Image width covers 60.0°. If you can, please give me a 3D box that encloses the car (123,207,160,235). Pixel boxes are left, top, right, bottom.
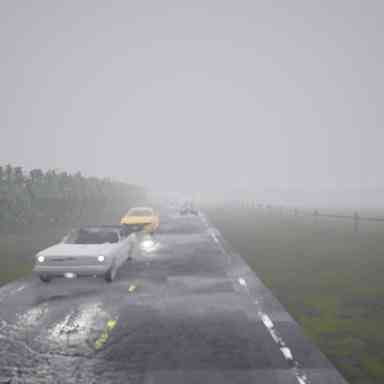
[{"bbox_3d":[-3.067,1.687,20.314,1.882,1.535,5.008,0,-1,-1],"label":"car"}]

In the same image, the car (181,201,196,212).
[{"bbox_3d":[-0.456,1.990,47.818,2.033,1.411,5.357,0,0,-1],"label":"car"}]

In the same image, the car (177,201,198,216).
[{"bbox_3d":[-0.327,1.945,36.598,1.895,1.301,4.718,0,-1,-1],"label":"car"}]

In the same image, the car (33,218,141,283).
[{"bbox_3d":[-2.948,1.714,10.185,1.895,1.301,4.718,0,-1,-1],"label":"car"}]

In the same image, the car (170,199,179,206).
[{"bbox_3d":[-3.572,2.155,69.879,2.033,1.411,5.357,0,0,-1],"label":"car"}]
